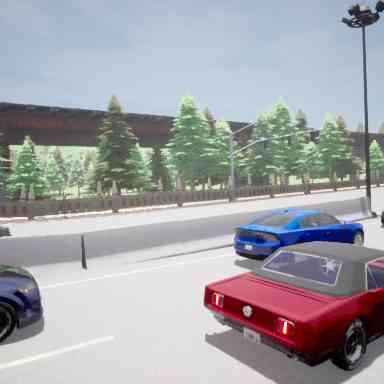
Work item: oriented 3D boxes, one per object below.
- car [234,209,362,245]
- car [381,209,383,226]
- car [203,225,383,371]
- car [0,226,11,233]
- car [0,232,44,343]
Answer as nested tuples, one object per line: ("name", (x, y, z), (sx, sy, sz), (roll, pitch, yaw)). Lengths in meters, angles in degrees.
("car", (3.568, 1.282, 10.636), (5.008, 1.535, 1.882), (-3, 2, -36))
("car", (10.848, 0.878, 15.881), (4.181, 1.385, 1.994), (-4, 2, -36))
("car", (2.581, 1.527, 5.612), (4.718, 1.301, 1.895), (-2, 1, -36))
("car", (-8.725, 1.557, 10.662), (5.357, 1.411, 2.033), (0, 0, -35))
("car", (-4.482, 1.564, 4.852), (4.181, 1.385, 1.994), (0, 0, -36))
